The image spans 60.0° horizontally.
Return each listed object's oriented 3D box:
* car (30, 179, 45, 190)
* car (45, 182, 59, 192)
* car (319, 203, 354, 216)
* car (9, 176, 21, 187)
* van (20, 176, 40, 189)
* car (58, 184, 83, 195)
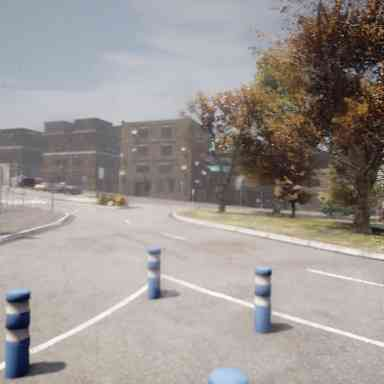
[{"bbox_3d":[-25.836,-1.001,58.955,1.946,1.575,5.366,6,1,2],"label":"car"},{"bbox_3d":[-23.032,-0.636,57.992,2.002,1.452,4.674,6,1,2],"label":"car"},{"bbox_3d":[24.515,2.900,56.369,5.566,2.045,2.150,3,0,8],"label":"car"},{"bbox_3d":[-31.400,-1.899,61.410,2.435,2.045,5.566,6,1,2],"label":"car"},{"bbox_3d":[-28.605,-1.552,60.405,1.878,1.987,4.442,6,1,2],"label":"van"},{"bbox_3d":[-20.234,-0.350,56.832,2.231,1.521,4.892,6,1,2],"label":"car"}]
